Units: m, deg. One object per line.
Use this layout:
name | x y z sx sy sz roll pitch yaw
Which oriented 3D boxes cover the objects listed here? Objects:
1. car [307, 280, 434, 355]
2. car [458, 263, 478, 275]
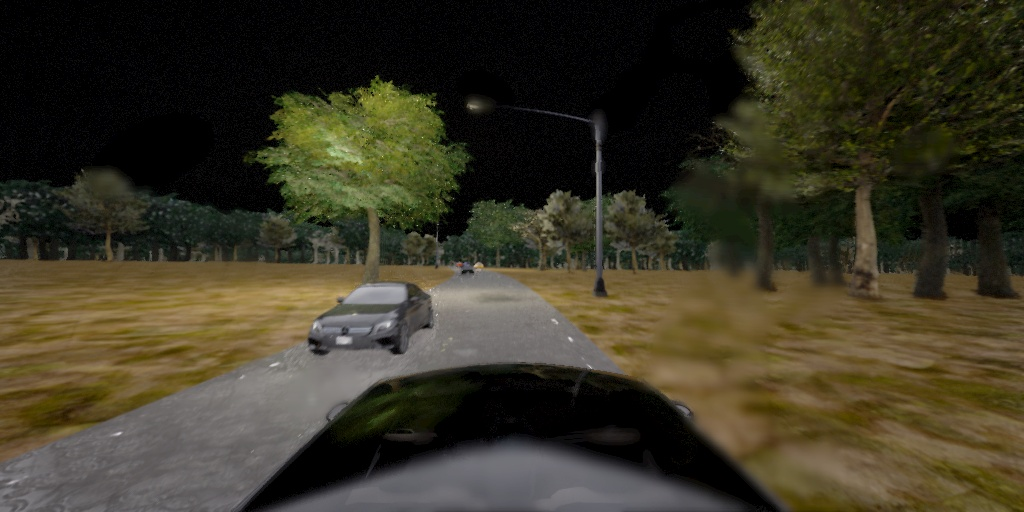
car | -3.203 1.372 9.085 1.812 1.442 4.674 0 -1 -1
car | -6.169 2.008 50.116 1.895 1.301 4.718 0 -1 -7
